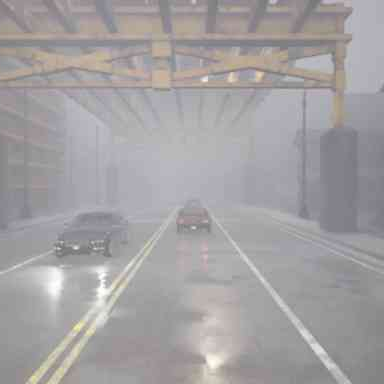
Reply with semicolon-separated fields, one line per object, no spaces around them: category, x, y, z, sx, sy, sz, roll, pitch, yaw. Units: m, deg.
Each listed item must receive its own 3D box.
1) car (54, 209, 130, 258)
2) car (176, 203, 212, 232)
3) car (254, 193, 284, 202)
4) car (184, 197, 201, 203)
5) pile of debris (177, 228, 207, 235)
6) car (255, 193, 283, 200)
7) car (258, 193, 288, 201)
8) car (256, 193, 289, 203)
car;-3.602;1.474;12.744;1.837;1.490;4.892;0;0;0
car;0.087;1.528;19.359;1.895;1.301;4.718;0;0;0
car;13.582;0.959;58.683;4.974;1.542;2.038;0;1;25
car;0.097;1.303;38.279;1.994;1.385;4.181;0;1;0
pile of debris;-0.002;2.116;17.764;1.500;0.140;1.860;0;0;0
car;13.629;0.802;58.659;4.536;1.218;1.853;0;1;25
car;13.305;0.849;54.540;4.536;1.218;1.853;0;1;-20
car;13.256;1.006;54.524;4.974;1.542;2.038;0;1;-20
